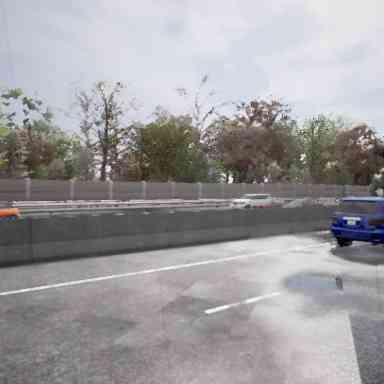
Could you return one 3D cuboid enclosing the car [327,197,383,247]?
[{"bbox_3d":[8.054,1.231,13.797,5.566,2.045,2.150,0,0,-36],"label":"car"}]

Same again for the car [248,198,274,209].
[{"bbox_3d":[8.718,1.626,36.017,4.718,1.301,1.895,0,0,-35],"label":"car"}]

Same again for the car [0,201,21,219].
[{"bbox_3d":[-13.083,1.350,20.467,4.553,1.767,2.097,0,0,-37],"label":"car"}]

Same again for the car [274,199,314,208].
[{"bbox_3d":[10.836,1.504,33.226,5.008,1.535,1.882,0,0,-35],"label":"car"}]

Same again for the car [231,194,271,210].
[{"bbox_3d":[7.122,1.247,39.176,5.566,2.045,2.150,0,0,-35],"label":"car"}]

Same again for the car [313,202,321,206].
[{"bbox_3d":[13.647,1.592,30.932,4.181,1.385,1.994,0,0,-35],"label":"car"}]
